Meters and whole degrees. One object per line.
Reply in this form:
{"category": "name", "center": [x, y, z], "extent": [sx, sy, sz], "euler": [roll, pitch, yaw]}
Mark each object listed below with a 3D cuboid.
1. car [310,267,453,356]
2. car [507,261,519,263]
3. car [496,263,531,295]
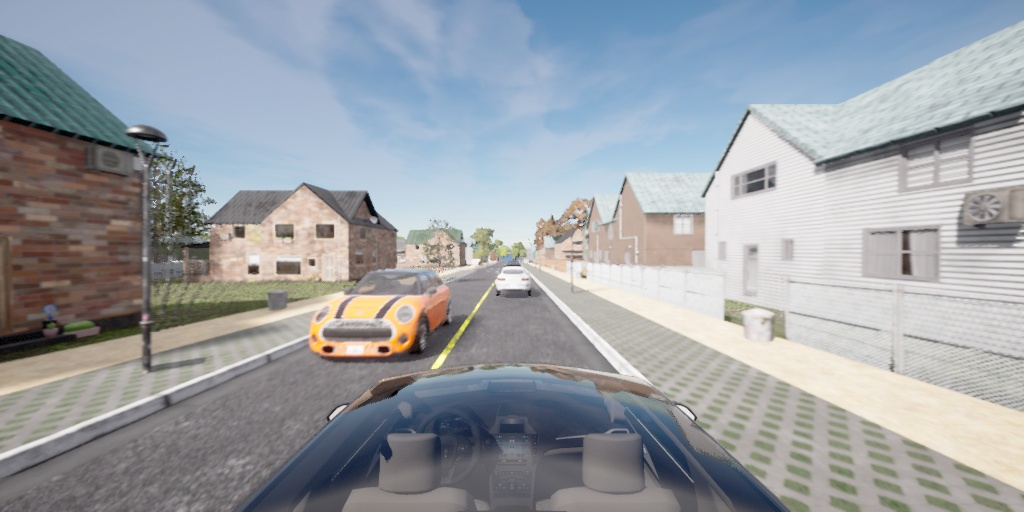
{"category": "car", "center": [-2.808, 1.105, 8.714], "extent": [2.097, 1.767, 4.553], "euler": [0, 0, 0]}
{"category": "car", "center": [0.150, 1.305, 41.272], "extent": [1.837, 1.490, 4.892], "euler": [0, 0, 0]}
{"category": "car", "center": [0.089, 1.289, 19.720], "extent": [1.812, 1.442, 4.674], "euler": [0, 0, 0]}
